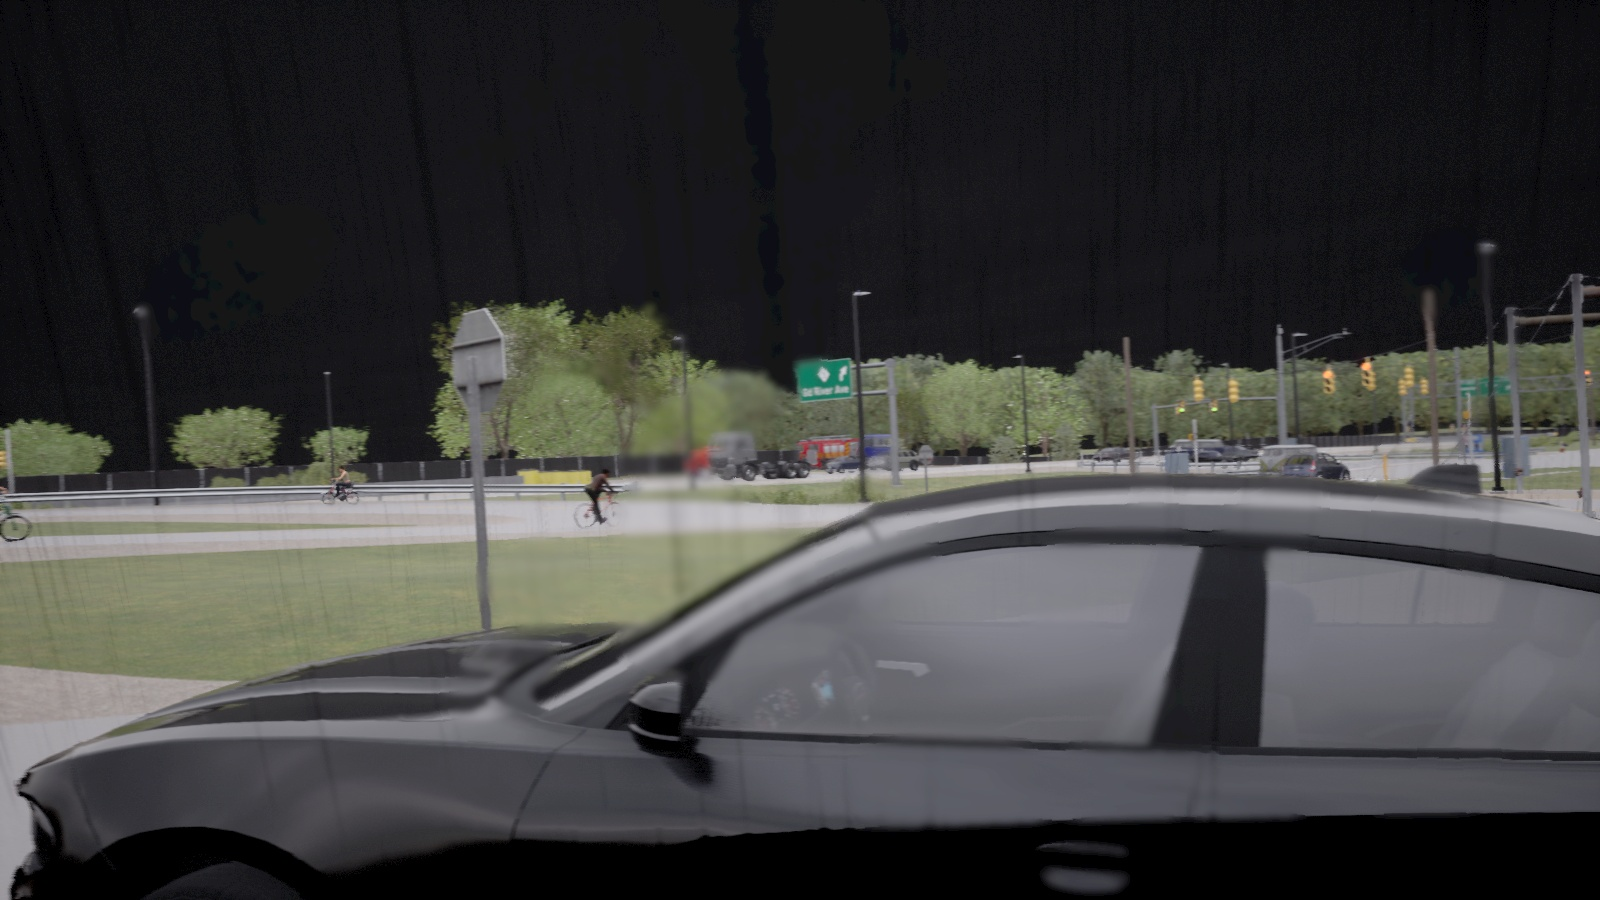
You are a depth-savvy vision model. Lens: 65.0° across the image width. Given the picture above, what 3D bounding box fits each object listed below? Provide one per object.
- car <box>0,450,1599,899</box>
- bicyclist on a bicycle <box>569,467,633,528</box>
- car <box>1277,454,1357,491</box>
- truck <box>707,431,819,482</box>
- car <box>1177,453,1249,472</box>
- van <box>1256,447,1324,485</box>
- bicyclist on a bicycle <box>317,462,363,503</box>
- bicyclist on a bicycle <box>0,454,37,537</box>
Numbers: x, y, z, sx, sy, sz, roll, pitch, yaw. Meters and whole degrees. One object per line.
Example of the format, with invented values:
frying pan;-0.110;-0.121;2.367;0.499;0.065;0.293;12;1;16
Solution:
car;0.503;0.799;2.979;5.008;1.535;1.882;1;0;14
bicyclist on a bicycle;-5.350;1.276;33.847;1.656;1.620;0.582;2;-3;-41
car;23.950;1.035;58.101;3.988;1.617;1.851;-1;-1;-43
truck;-2.604;0.440;90.536;7.936;3.462;2.891;-2;0;-42
car;30.581;0.915;93.120;1.895;1.301;4.718;-1;1;-42
van;27.810;0.898;71.165;4.442;1.987;1.775;-1;-1;-43
bicyclist on a bicycle;-18.555;1.295;50.647;1.509;1.612;0.866;0;1;1
bicyclist on a bicycle;-15.945;0.895;24.644;1.509;1.612;0.866;3;-3;-40
